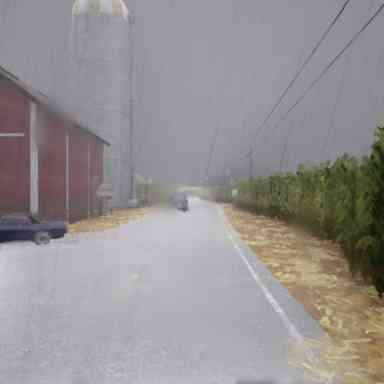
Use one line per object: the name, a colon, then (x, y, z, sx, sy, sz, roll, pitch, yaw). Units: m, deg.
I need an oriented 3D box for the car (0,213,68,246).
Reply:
car: (-7.781, 1.597, 14.146, 4.718, 1.301, 1.895, 0, 0, -21)

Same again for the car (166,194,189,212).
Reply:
car: (-1.628, 1.271, 38.271, 2.150, 2.045, 5.566, 0, 2, 4)
